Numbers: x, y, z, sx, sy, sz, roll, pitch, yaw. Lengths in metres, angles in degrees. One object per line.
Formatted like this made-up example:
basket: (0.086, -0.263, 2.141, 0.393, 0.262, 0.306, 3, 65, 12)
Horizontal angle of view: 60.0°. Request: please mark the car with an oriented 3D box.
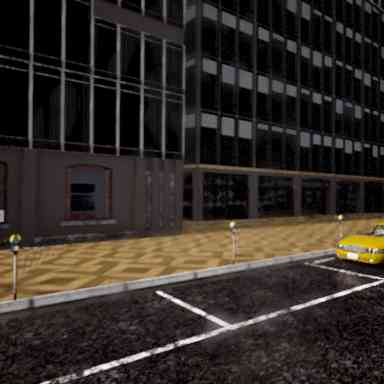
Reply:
car: (6.806, 1.620, 11.430, 4.829, 1.417, 1.752, 1, 0, -36)
